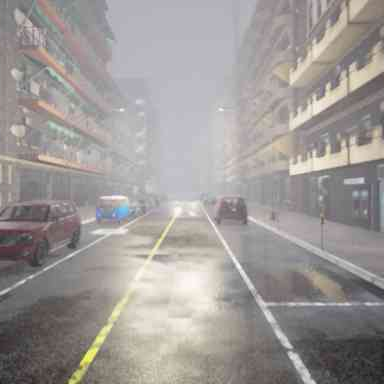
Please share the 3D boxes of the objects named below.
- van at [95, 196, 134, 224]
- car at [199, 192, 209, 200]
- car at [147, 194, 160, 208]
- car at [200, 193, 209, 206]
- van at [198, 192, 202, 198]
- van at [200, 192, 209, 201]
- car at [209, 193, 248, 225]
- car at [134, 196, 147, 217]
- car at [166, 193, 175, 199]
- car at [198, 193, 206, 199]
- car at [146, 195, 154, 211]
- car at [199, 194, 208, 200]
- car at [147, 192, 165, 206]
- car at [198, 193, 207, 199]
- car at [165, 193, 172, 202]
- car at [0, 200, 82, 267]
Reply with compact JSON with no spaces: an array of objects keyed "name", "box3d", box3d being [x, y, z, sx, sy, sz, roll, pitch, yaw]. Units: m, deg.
[{"name":"van","box3d":[-5.325,1.178,22.631,1.690,1.788,3.998,1,0,0]},{"name":"car","box3d":[2.525,1.187,51.024,2.008,1.369,4.403,1,0,0]},{"name":"car","box3d":[-5.344,1.267,39.644,2.008,1.369,4.403,1,0,0]},{"name":"car","box3d":[2.530,1.242,45.353,1.947,1.339,4.313,1,0,0]},{"name":"van","box3d":[2.516,0.899,62.364,1.690,1.788,3.998,1,0,0]},{"name":"van","box3d":[2.511,0.859,68.034,1.690,1.788,3.998,1,0,0]},{"name":"car","box3d":[2.555,1.152,22.668,2.192,1.841,5.009,1,0,0]},{"name":"car","box3d":[-5.333,1.347,28.303,2.008,1.369,4.403,1,0,0]},{"name":"car","box3d":[-5.389,0.952,85.010,2.008,1.369,4.403,1,0,0]},{"name":"car","box3d":[2.492,0.926,85.217,1.752,1.417,4.829,1,0,0]},{"name":"car","box3d":[-5.339,1.322,33.974,1.947,1.339,4.313,1,0,0]},{"name":"car","box3d":[2.503,1.045,73.706,1.947,1.339,4.313,1,0,0]},{"name":"car","box3d":[-5.347,0.991,45.314,2.192,1.841,5.009,1,0,0]},{"name":"car","box3d":[2.497,0.985,79.376,1.887,1.381,4.507,1,0,0]},{"name":"car","box3d":[-5.365,0.997,62.327,1.967,1.590,4.097,1,0,0]},{"name":"car","box3d":[-5.314,1.233,11.289,2.192,1.841,5.009,1,0,0]}]
